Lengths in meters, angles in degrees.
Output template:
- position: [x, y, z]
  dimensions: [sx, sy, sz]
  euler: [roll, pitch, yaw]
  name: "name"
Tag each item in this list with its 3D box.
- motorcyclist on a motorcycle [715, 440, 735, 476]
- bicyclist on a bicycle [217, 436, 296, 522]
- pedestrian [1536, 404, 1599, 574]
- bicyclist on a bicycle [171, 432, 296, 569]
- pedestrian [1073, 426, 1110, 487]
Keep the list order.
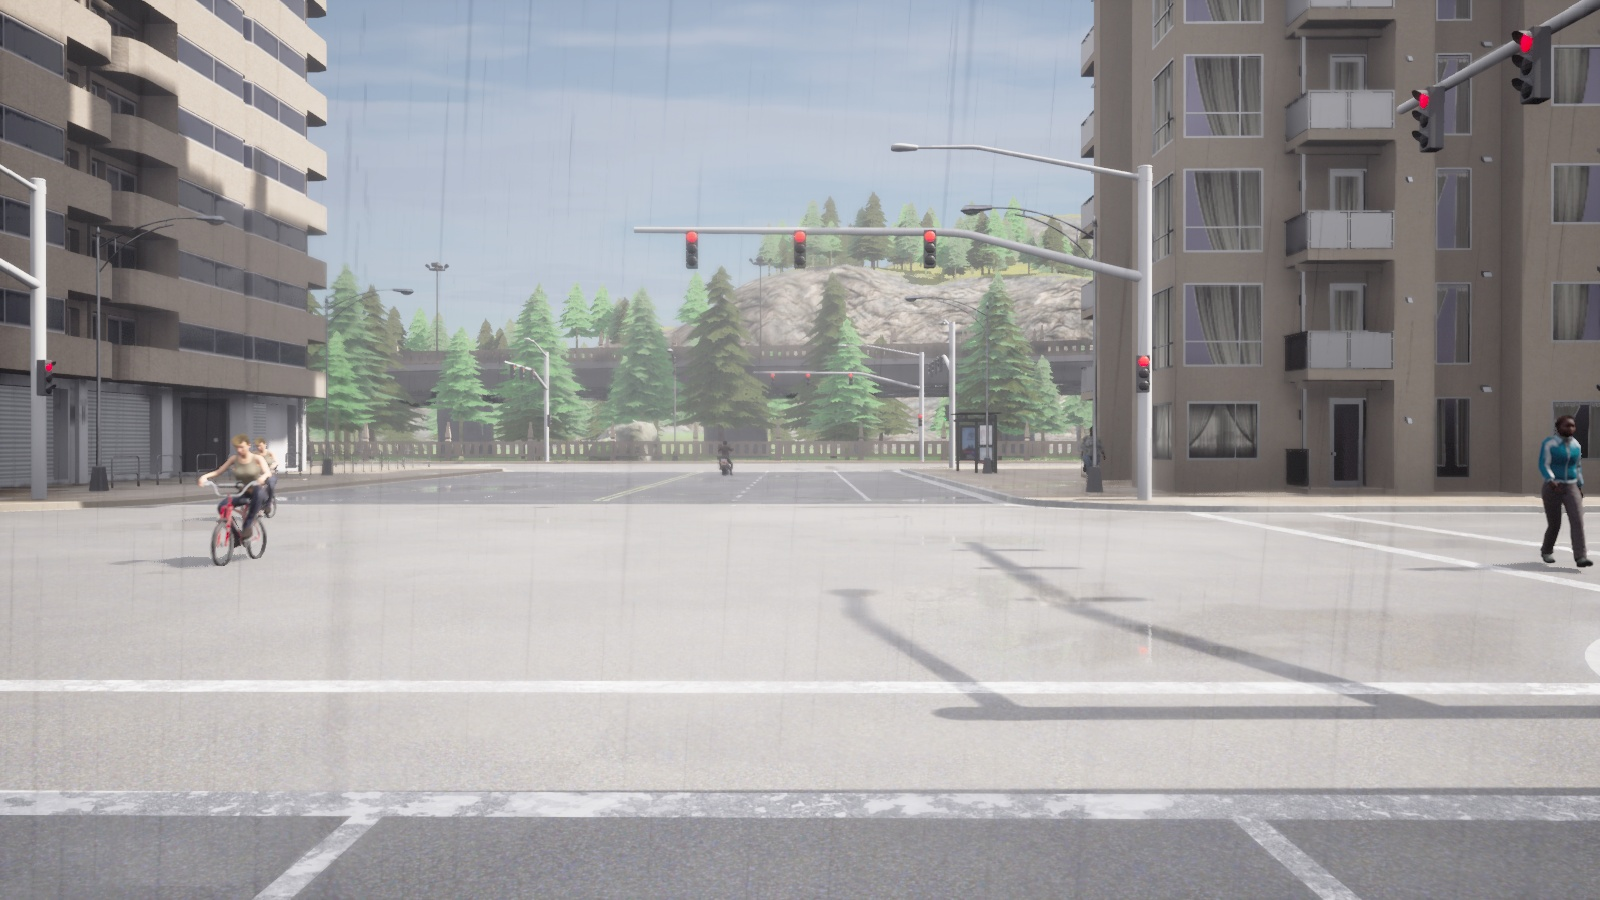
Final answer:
- position: [-3.437, 0.367, 57.900]
  dimensions: [0.766, 1.649, 2.350]
  euler: [0, 0, 0]
  name: "motorcyclist on a motorcycle"
- position: [-10.470, 0.538, 24.235]
  dimensions: [0.866, 1.612, 1.509]
  euler: [0, 0, 0]
  name: "bicyclist on a bicycle"
- position: [8.958, 0.440, 14.655]
  dimensions: [0.396, 1.930, 0.692]
  euler: [0, 0, 8]
  name: "pedestrian"
- position: [-6.977, 0.590, 15.551]
  dimensions: [0.866, 1.612, 1.509]
  euler: [0, 0, 0]
  name: "bicyclist on a bicycle"
- position: [8.917, 0.195, 38.416]
  dimensions: [0.874, 1.855, 0.900]
  euler: [0, 0, -4]
  name: "pedestrian"
